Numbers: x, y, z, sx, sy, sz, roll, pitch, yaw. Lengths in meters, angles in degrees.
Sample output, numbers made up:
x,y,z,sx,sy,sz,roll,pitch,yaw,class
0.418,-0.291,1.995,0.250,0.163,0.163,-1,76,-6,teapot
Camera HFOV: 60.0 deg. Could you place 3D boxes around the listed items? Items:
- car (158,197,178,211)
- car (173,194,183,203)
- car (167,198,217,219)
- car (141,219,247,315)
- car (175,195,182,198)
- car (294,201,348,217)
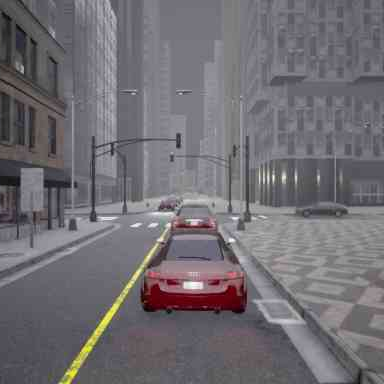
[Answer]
x,y,z,sx,sy,sz,roll,pitch,yaw,class
-3.099,1.624,41.313,1.895,1.301,4.718,0,0,0,car
-3.005,1.412,73.048,2.097,1.767,4.553,0,0,0,car
0.150,1.356,16.307,2.097,1.767,4.553,0,0,2,car
0.083,1.565,7.686,1.994,1.385,4.181,0,0,2,car
-3.095,1.580,51.098,2.033,1.411,5.357,0,0,0,car
11.740,1.543,30.358,4.674,1.442,1.812,0,0,1,car
